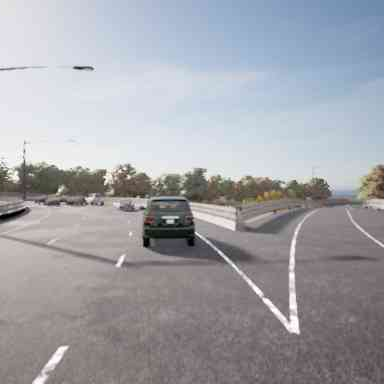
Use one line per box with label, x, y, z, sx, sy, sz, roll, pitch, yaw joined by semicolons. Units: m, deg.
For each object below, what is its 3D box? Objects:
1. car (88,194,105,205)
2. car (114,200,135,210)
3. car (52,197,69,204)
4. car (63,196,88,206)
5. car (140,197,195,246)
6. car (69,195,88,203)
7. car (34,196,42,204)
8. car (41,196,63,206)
car;-17.543;1.327;59.954;2.150;2.045;5.566;0;0;-34
car;-8.891;1.656;43.203;1.895;1.301;4.718;0;0;-23
car;-26.290;1.582;66.439;1.895;1.301;4.718;0;0;-40
car;-20.365;1.613;57.888;2.128;1.511;4.902;0;0;-34
car;-1.215;1.226;15.404;2.150;2.045;5.566;0;0;-8
car;-23.477;1.496;68.523;2.128;1.511;4.902;0;0;-40
car;-29.066;1.502;64.308;1.837;1.490;4.892;0;0;-40
car;-23.913;1.666;56.922;1.812;1.442;4.674;0;0;-34
